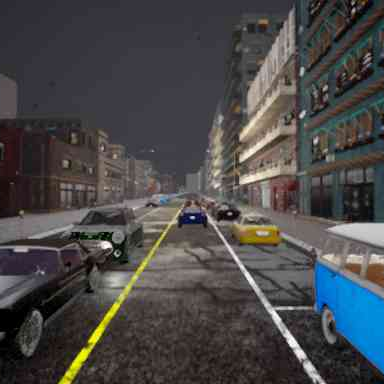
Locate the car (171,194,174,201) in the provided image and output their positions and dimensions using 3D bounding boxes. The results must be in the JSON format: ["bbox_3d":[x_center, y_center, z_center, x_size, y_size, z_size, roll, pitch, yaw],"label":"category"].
[{"bbox_3d":[-5.676,1.557,76.183,1.887,1.381,4.507,1,0,0],"label":"car"}]

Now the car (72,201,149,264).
[{"bbox_3d":[-3.000,1.363,11.838,2.097,1.767,4.553,0,0,0],"label":"car"}]

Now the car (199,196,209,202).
[{"bbox_3d":[2.705,1.563,76.224,2.008,1.369,4.403,1,0,0],"label":"car"}]

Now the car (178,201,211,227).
[{"bbox_3d":[0.058,1.582,23.020,1.994,1.385,4.181,0,0,0],"label":"car"}]

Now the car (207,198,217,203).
[{"bbox_3d":[2.703,1.586,31.580,1.947,1.339,4.313,1,0,0],"label":"car"}]

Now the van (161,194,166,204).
[{"bbox_3d":[-5.672,1.362,53.862,1.690,1.788,3.998,1,0,0],"label":"van"}]

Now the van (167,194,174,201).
[{"bbox_3d":[-5.671,1.345,87.343,1.690,1.788,3.998,1,0,0],"label":"van"}]

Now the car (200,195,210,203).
[{"bbox_3d":[2.706,1.456,70.645,1.967,1.590,4.097,1,0,0],"label":"car"}]

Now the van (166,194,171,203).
[{"bbox_3d":[-5.672,1.359,65.022,1.690,1.788,3.998,1,0,0],"label":"van"}]

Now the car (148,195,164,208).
[{"bbox_3d":[-5.677,1.587,48.281,1.947,1.339,4.313,1,0,0],"label":"car"}]

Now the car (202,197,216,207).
[{"bbox_3d":[2.704,1.571,53.904,2.008,1.369,4.403,1,0,0],"label":"car"}]

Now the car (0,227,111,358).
[{"bbox_3d":[-3.089,1.607,6.133,1.895,1.301,4.718,0,0,0],"label":"car"}]

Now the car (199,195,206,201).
[{"bbox_3d":[2.705,1.586,87.387,1.802,1.307,4.206,1,0,0],"label":"car"}]

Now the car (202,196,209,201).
[{"bbox_3d":[2.704,1.566,42.742,1.887,1.381,4.507,1,0,0],"label":"car"}]

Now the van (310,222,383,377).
[{"bbox_3d":[2.705,1.345,3.677,1.690,1.788,3.998,1,0,0],"label":"van"}]

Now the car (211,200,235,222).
[{"bbox_3d":[2.703,1.584,25.999,1.947,1.339,4.313,1,0,0],"label":"car"}]

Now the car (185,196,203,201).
[{"bbox_3d":[0.095,1.372,43.451,2.097,1.767,4.553,0,0,0],"label":"car"}]

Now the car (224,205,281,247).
[{"bbox_3d":[2.703,1.538,15.007,1.752,1.417,4.829,1,0,0],"label":"car"}]
